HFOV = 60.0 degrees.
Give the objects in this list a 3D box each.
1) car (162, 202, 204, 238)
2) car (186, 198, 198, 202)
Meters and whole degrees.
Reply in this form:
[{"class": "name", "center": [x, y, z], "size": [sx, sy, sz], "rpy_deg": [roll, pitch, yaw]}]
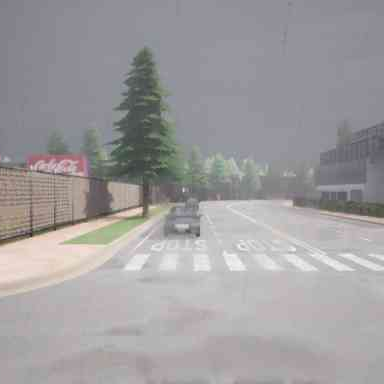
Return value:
[{"class": "car", "center": [-0.462, 1.501, 17.845], "size": [2.128, 1.511, 4.902], "rpy_deg": [0, 0, 1]}, {"class": "car", "center": [0.030, 1.549, 43.532], "size": [2.033, 1.411, 5.357], "rpy_deg": [0, 0, 0]}]
